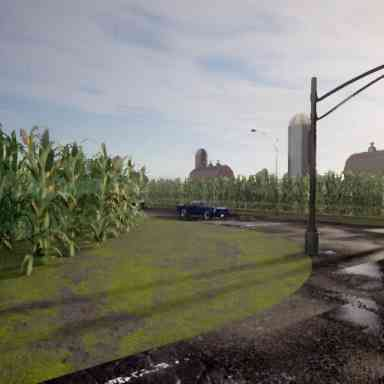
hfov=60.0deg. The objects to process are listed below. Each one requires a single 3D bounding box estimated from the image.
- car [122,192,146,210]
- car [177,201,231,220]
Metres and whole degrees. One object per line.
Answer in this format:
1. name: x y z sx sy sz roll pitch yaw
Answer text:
1. car: -7.199 0.918 36.515 2.150 2.045 5.566 2 -1 -37
2. car: 0.880 1.400 26.089 1.895 1.301 4.718 2 0 -38
